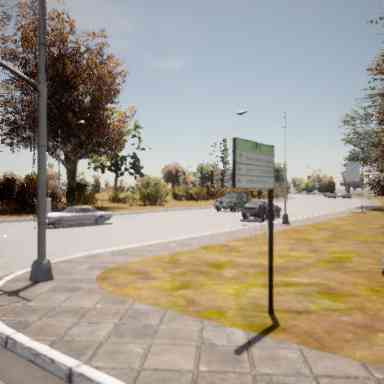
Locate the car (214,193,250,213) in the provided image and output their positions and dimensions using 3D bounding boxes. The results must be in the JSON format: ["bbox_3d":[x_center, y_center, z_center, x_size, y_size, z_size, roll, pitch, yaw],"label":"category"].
[{"bbox_3d":[4.701,1.160,37.523,2.150,2.045,5.566,0,0,38],"label":"car"}]

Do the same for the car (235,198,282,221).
[{"bbox_3d":[5.803,1.485,27.382,1.837,1.490,4.892,0,0,38],"label":"car"}]

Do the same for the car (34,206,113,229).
[{"bbox_3d":[-7.699,1.581,21.855,1.895,1.301,4.718,0,0,41],"label":"car"}]
